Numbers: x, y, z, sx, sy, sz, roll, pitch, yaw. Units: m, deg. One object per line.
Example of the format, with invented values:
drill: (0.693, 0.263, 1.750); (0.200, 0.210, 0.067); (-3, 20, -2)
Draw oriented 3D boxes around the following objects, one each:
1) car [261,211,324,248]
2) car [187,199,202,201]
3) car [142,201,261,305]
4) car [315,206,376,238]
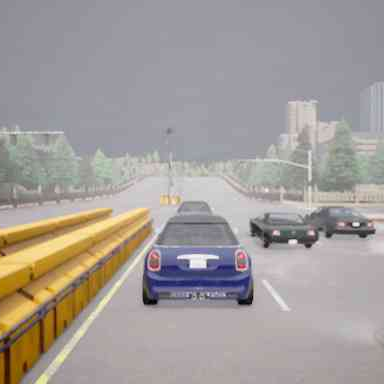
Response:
car: (3.616, 1.470, 14.024); (1.895, 1.301, 4.718); (0, 1, 1)
car: (0.123, 1.193, 16.984); (2.097, 1.767, 4.553); (0, 1, 0)
car: (0.111, 1.276, 8.049); (2.097, 1.767, 4.553); (0, 1, 0)
car: (7.098, 1.393, 16.600); (2.033, 1.411, 5.357); (0, 1, 4)
